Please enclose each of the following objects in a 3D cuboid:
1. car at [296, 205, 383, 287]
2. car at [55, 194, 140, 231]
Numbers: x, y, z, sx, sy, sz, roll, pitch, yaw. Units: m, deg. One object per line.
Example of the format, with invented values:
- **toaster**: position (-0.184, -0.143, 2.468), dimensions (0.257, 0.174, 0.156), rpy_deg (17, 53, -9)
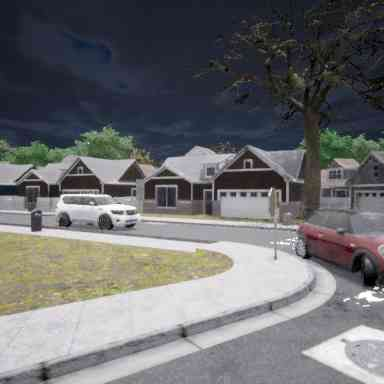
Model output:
- **car**: position (4.862, 1.336, 9.444), dimensions (2.097, 1.767, 4.553), rpy_deg (0, 1, -10)
- **car**: position (-5.751, 1.135, 19.927), dimensions (5.566, 2.045, 2.150), rpy_deg (0, 0, 29)
